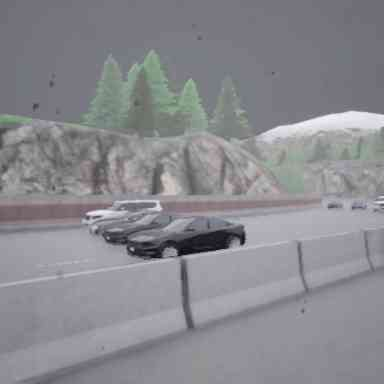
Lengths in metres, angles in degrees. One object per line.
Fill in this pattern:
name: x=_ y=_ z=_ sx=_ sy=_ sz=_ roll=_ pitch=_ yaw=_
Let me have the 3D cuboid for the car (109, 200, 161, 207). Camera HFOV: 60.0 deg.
car: x=-4.475 y=1.583 z=22.652 sx=5.566 sy=2.045 sz=2.150 roll=0 pitch=-1 yaw=-39

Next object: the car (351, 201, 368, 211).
car: x=25.342 y=2.054 z=50.299 sx=2.033 sy=1.411 sz=5.357 roll=-1 pitch=-1 yaw=34

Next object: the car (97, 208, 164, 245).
car: x=-1.673 y=1.722 z=15.954 sx=5.008 sy=1.535 sz=1.882 roll=0 pitch=-1 yaw=-39

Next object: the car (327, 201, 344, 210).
car: x=23.018 y=2.112 z=53.144 sx=2.033 sy=1.411 sz=5.357 roll=-1 pitch=-1 yaw=34

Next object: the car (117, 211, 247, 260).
car: x=-0.062 y=1.664 z=12.791 sx=5.008 sy=1.535 sz=1.882 roll=0 pitch=-1 yaw=-38

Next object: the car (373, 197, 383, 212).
car: x=26.287 y=1.658 z=45.541 sx=2.150 sy=2.045 sz=5.566 roll=-1 pitch=-1 yaw=36

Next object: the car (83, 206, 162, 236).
car: x=-3.311 y=1.795 z=19.133 sx=4.902 sy=1.511 sz=2.128 roll=0 pitch=-1 yaw=-39
